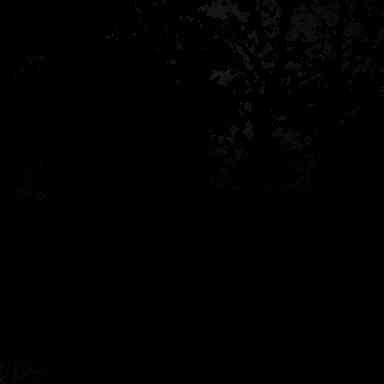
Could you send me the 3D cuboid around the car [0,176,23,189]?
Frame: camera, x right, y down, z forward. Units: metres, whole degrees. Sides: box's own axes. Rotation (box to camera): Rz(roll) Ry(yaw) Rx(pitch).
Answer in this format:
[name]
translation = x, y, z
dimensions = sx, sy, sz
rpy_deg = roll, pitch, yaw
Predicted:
[car]
translation = -22.350, -1.266, 40.677
dimensions = 4.902, 1.511, 2.128
rpy_deg = 7, 4, 42
